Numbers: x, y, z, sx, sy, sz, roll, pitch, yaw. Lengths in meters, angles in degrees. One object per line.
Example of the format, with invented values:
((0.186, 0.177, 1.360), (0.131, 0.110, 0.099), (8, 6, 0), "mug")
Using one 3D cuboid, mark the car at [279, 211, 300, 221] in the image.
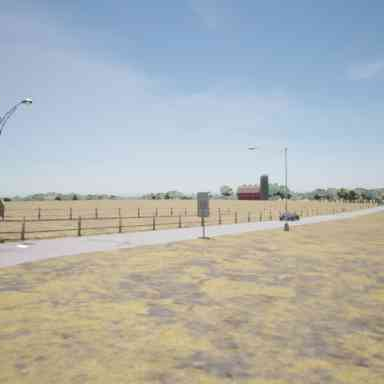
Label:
((14.586, 3.579, 49.585), (1.994, 1.385, 4.181), (-2, -3, 35), "car")
